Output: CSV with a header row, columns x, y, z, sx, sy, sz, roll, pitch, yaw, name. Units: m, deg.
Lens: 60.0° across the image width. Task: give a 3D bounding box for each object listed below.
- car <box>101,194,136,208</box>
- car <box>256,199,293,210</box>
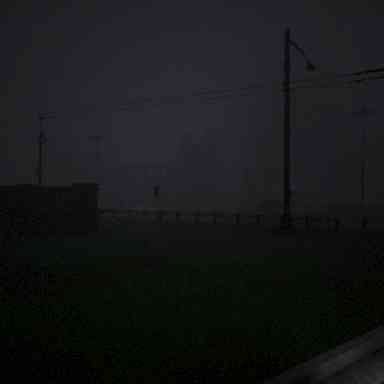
x,y,z,sx,sy,sz,roll,pitch,yaw,name
-11.079,1.284,49.729,5.566,2.045,2.150,0,0,27,car
10.902,1.635,43.996,4.674,1.442,1.812,0,0,-1,car
